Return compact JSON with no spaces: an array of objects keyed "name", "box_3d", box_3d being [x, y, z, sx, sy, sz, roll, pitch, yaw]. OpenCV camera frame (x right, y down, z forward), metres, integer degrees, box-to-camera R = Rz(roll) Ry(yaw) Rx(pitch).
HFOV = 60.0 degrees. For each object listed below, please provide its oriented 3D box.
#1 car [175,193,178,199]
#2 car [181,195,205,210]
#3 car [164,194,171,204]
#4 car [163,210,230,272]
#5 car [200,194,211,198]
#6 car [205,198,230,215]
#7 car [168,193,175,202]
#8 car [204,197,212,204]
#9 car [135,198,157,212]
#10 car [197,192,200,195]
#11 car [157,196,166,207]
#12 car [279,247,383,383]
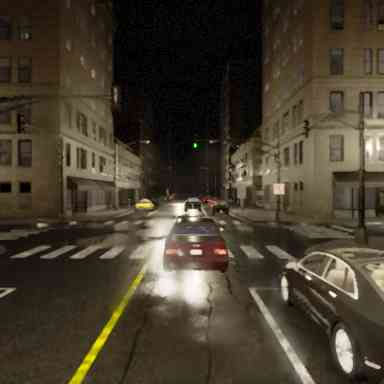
[{"name":"car","box_3d":[-5.377,1.248,83.272,2.192,1.841,5.009,0,0,0]},{"name":"car","box_3d":[0.103,1.464,39.794,2.128,1.511,4.902,0,0,0]},{"name":"car","box_3d":[-5.380,1.505,60.547,2.008,1.369,4.403,0,0,0]},{"name":"car","box_3d":[0.102,1.540,10.767,2.033,1.411,5.357,0,0,0]},{"name":"car","box_3d":[2.645,1.399,54.868,1.967,1.590,4.097,0,0,0]},{"name":"car","box_3d":[2.641,1.529,32.141,2.008,1.369,4.403,0,0,0]},{"name":"car","box_3d":[-5.378,1.383,71.910,1.967,1.590,4.097,0,0,0]},{"name":"car","box_3d":[2.642,1.556,37.823,1.802,1.307,4.206,0,0,0]},{"name":"car","box_3d":[-5.383,1.499,37.652,1.752,1.417,4.829,0,0,0]},{"name":"car","box_3d":[2.646,1.264,66.232,2.192,1.841,5.009,0,0,0]},{"name":"car","box_3d":[-5.381,1.530,49.185,1.947,1.339,4.313,0,0,0]},{"name":"car","box_3d":[2.640,1.547,5.265,2.008,1.369,4.403,0,0,0]}]
